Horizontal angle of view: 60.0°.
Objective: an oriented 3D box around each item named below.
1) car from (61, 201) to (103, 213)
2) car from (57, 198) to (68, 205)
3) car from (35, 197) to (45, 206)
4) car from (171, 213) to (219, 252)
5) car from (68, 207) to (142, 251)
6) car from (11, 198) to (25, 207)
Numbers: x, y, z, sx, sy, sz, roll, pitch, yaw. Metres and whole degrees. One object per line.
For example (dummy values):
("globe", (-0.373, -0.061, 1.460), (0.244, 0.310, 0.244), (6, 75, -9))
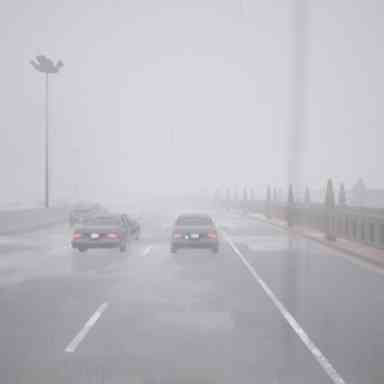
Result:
("car", (-7.089, 1.551, 23.309), (2.128, 1.511, 4.902), (0, 0, -2))
("car", (-23.560, 1.754, 60.497), (1.895, 1.301, 4.718), (0, 0, -25))
("car", (-26.466, 1.626, 58.421), (1.882, 1.535, 5.008), (0, 0, -24))
("car", (0.095, 1.584, 14.091), (2.033, 1.411, 5.357), (0, 0, 0))
("car", (-3.404, 1.584, 14.140), (2.033, 1.411, 5.357), (0, 0, 0))
("car", (-28.893, 1.666, 55.306), (1.812, 1.442, 4.674), (0, 0, -23))
